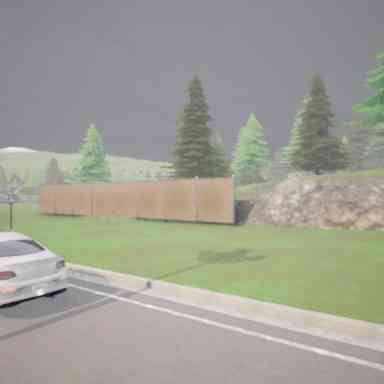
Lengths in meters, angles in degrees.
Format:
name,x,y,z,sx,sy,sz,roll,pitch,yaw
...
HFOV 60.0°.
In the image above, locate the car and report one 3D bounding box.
name,x,y,z,sx,sy,sz,roll,pitch,yaw
car,-4.639,1.595,7.413,4.674,1.442,1.812,-1,0,36
